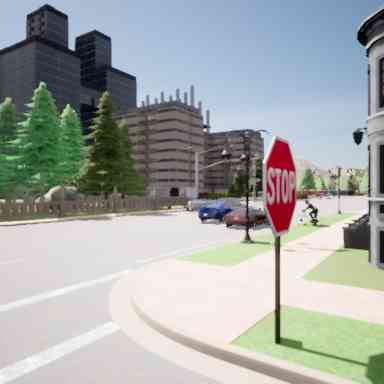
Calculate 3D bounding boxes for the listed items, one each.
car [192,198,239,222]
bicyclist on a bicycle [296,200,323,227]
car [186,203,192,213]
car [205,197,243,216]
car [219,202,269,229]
[{"bbox_3d":[2.363,1.525,26.502,1.882,1.535,5.008,0,0,33],"label":"car"},{"bbox_3d":[7.370,1.343,20.862,1.656,1.620,0.582,0,0,33],"label":"bicyclist on a bicycle"},{"bbox_3d":[1.206,1.545,37.726,2.128,1.511,4.902,0,0,34],"label":"car"},{"bbox_3d":[3.412,1.402,34.734,2.097,1.767,4.553,0,0,34],"label":"car"},{"bbox_3d":[3.876,1.609,22.422,1.994,1.385,4.181,0,0,33],"label":"car"}]
